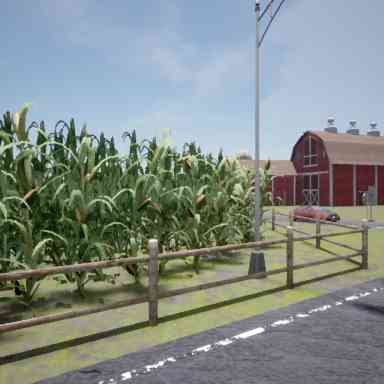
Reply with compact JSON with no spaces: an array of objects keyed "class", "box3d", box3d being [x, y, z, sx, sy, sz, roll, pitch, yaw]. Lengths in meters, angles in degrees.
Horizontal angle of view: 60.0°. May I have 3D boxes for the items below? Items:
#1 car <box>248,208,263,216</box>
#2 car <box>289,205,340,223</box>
[{"class":"car","box3d":[5.557,1.999,35.522,1.895,1.301,4.718,1,-1,-27]},{"class":"car","box3d":[10.013,1.810,27.498,1.994,1.385,4.181,1,-1,-29]}]
